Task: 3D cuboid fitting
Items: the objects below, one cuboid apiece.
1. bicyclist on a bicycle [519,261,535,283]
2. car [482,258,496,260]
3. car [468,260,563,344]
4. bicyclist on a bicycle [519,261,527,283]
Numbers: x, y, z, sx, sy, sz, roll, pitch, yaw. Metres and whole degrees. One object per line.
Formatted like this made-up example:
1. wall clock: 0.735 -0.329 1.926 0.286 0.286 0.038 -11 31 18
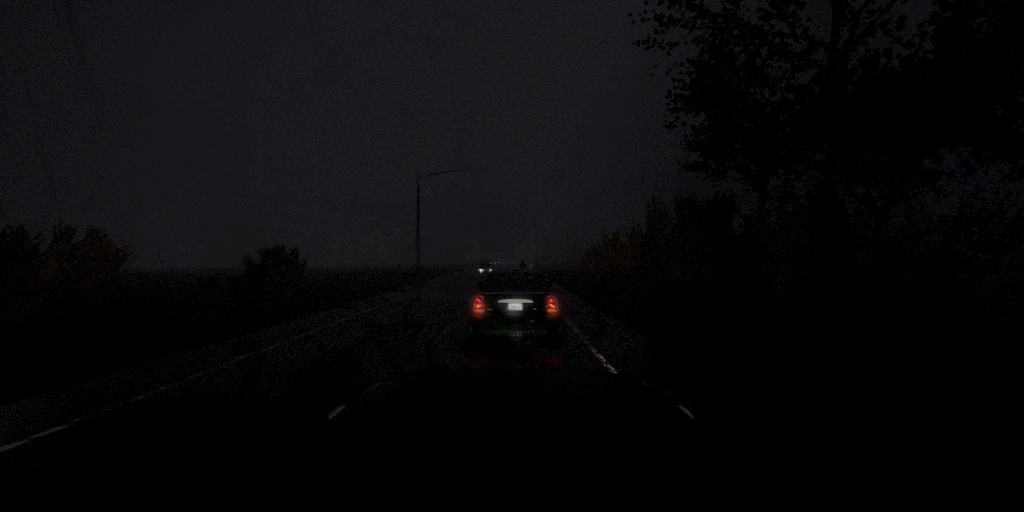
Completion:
1. bicyclist on a bicycle: 0.899 1.179 17.079 0.866 1.612 1.509 0 0 0
2. car: -4.036 1.082 56.693 2.097 1.767 4.553 0 0 -1
3. car: 0.070 1.098 9.734 2.097 1.767 4.553 0 0 0
4. bicyclist on a bicycle: 0.833 1.191 27.196 0.582 1.620 1.656 0 0 0
